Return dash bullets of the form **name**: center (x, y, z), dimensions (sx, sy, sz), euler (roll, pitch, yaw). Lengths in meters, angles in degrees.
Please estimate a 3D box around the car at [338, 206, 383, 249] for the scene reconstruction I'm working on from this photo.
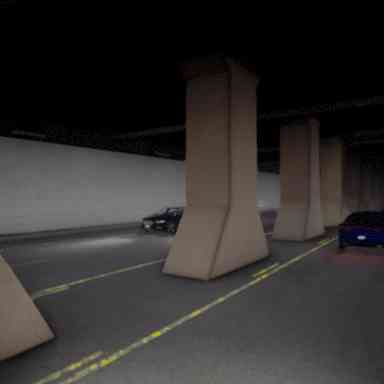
- **car**: center (7.744, 1.571, 14.529), dimensions (1.882, 1.535, 5.008), euler (0, -1, 34)

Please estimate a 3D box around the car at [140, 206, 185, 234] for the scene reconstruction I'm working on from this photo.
- **car**: center (-1.113, 1.659, 20.545), dimensions (2.128, 1.511, 4.902), euler (0, -1, 34)
